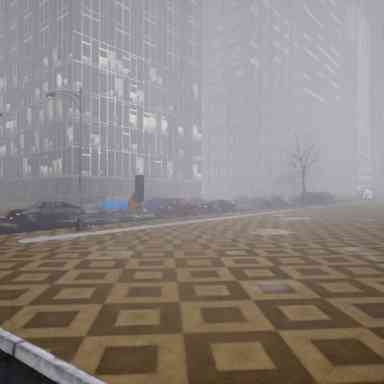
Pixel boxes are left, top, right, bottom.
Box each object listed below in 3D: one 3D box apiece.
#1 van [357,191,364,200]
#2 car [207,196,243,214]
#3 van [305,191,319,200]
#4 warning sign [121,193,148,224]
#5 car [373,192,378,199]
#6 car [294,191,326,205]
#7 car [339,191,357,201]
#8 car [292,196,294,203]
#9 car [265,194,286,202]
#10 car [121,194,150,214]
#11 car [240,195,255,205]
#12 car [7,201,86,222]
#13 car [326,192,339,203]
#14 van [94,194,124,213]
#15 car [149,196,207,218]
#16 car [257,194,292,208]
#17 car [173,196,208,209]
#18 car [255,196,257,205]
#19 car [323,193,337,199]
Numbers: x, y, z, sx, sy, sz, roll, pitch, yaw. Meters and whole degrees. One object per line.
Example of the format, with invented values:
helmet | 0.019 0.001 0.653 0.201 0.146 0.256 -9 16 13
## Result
van | 35.873 0.683 70.354 1.690 1.788 3.998 1 1 41
car | 2.590 1.320 31.453 1.947 1.339 4.313 1 1 41
van | 25.821 0.695 71.507 1.690 1.788 3.998 1 1 41
warning sign | -3.582 0.977 20.725 1.300 1.860 1.060 0 0 41
car | 39.575 0.848 74.675 2.008 1.369 4.403 1 1 41
car | 17.355 0.885 48.764 2.192 1.841 5.009 1 1 41
car | 28.575 0.957 61.849 1.752 1.417 4.829 1 1 41
car | 17.160 1.101 52.683 1.994 1.385 4.181 0 1 41
car | 14.709 1.056 58.556 1.947 1.339 4.313 1 1 41
car | -4.072 1.236 32.688 1.882 1.535 5.008 0 1 41
car | 9.317 1.194 48.200 1.895 1.301 4.718 0 1 41
car | -10.733 1.388 24.923 2.033 1.411 5.357 0 1 41
car | 21.058 0.840 53.081 2.192 1.841 5.009 1 1 41
van | -7.603 1.106 32.725 1.690 1.788 3.998 1 1 41
car | -1.070 1.240 27.097 1.967 1.590 4.097 1 1 41
car | 9.947 1.244 40.131 1.802 1.307 4.206 1 1 41
car | -0.112 1.218 41.290 1.887 1.381 4.507 1 1 41
car | 10.922 1.178 45.332 1.994 1.385 4.181 0 1 41
car | 33.227 0.829 80.147 1.947 1.339 4.313 1 1 41
